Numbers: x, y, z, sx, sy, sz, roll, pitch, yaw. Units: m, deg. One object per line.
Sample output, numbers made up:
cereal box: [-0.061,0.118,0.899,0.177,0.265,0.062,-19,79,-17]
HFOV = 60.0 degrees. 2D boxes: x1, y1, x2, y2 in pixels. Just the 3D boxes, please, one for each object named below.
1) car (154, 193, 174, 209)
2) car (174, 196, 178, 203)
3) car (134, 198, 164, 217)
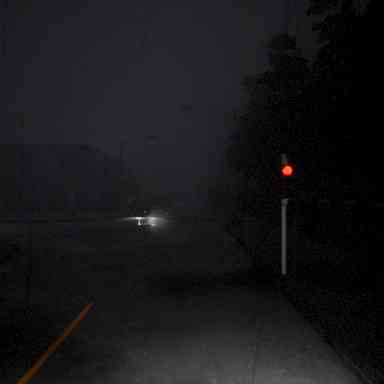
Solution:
car: [-4.062,1.220,46.387,2.150,2.045,5.566,0,0,0]
car: [-3.949,1.504,68.787,1.837,1.490,4.892,0,0,0]
car: [-4.099,1.563,31.077,1.994,1.385,4.181,0,0,1]
